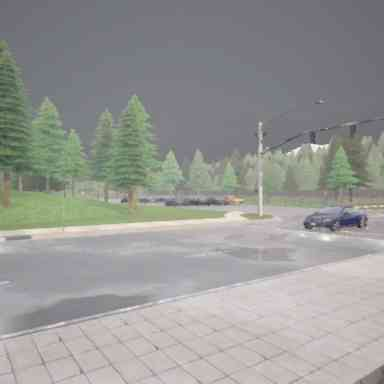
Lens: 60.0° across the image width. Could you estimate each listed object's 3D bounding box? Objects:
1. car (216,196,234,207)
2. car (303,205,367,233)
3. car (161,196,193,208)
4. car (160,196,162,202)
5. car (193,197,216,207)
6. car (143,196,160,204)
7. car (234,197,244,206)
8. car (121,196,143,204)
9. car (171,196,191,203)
[{"bbox_3d":[3.753,1.521,52.762,2.033,1.411,5.357,0,0,-35],"label":"car"},{"bbox_3d":[8.644,1.512,19.825,4.674,1.442,1.812,0,0,-35],"label":"car"},{"bbox_3d":[-2.264,1.543,49.149,1.994,1.385,4.181,0,0,-35],"label":"car"},{"bbox_3d":[-5.646,1.499,66.279,1.812,1.442,4.674,0,0,-35],"label":"car"},{"bbox_3d":[1.057,1.577,50.508,1.895,1.301,4.718,0,0,-35],"label":"car"},{"bbox_3d":[-8.520,1.502,64.253,1.812,1.442,4.674,0,0,-35],"label":"car"},{"bbox_3d":[6.502,1.448,54.948,1.882,1.535,5.008,0,0,-35],"label":"car"},{"bbox_3d":[-11.808,1.470,62.836,2.128,1.511,4.902,0,0,-35],"label":"car"},{"bbox_3d":[-2.264,1.533,67.567,1.994,1.385,4.181,0,0,-35],"label":"car"}]
